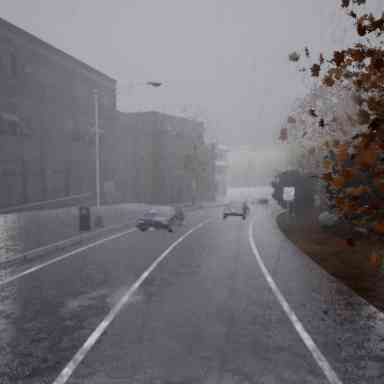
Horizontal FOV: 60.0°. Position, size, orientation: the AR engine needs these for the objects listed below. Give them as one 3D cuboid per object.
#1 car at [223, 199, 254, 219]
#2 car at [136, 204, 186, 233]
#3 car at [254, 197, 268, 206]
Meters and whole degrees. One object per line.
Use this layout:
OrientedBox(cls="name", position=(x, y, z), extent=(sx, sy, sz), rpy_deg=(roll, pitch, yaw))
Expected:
OrientedBox(cls="car", position=(3.872, 1.512, 28.452), extent=(2.033, 1.411, 5.357), rpy_deg=(2, 0, 14))
OrientedBox(cls="car", position=(-1.580, 1.443, 19.333), extent=(2.033, 1.411, 5.357), rpy_deg=(1, 0, 10))
OrientedBox(cls="car", position=(11.830, 1.580, 57.731), extent=(2.128, 1.511, 4.902), rpy_deg=(3, 1, 29))
